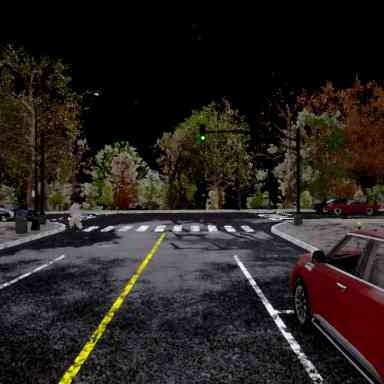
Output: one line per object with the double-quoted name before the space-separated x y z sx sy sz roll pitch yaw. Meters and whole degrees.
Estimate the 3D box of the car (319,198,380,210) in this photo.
"car" 15.177 1.458 31.888 4.718 1.301 1.895 -1 -1 1

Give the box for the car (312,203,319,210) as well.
"car" 15.243 1.405 35.141 4.892 1.490 1.837 -1 -1 1

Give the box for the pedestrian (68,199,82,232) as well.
"pedestrian" -6.627 1.297 18.846 0.375 1.860 0.375 1 -1 0

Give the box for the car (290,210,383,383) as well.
"car" 2.719 1.316 3.825 2.192 1.841 5.009 1 0 0

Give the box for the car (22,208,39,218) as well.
"car" -16.107 1.732 29.190 4.718 1.301 1.895 -1 -1 1

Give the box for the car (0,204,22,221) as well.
"car" -16.434 1.583 25.936 4.902 1.511 2.128 -1 -1 2
